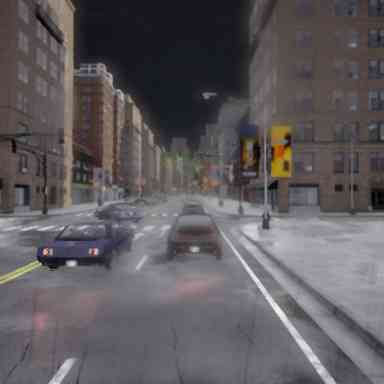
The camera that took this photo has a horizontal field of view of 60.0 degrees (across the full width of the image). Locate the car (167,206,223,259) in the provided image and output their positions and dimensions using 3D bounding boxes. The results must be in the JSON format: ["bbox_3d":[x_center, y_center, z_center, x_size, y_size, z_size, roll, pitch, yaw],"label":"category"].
[{"bbox_3d":[0.101,1.511,12.641,1.837,1.490,4.892,0,0,0],"label":"car"}]

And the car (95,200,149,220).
[{"bbox_3d":[-5.510,1.557,24.539,2.033,1.411,5.357,0,0,-34],"label":"car"}]

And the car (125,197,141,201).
[{"bbox_3d":[-9.717,1.514,53.920,2.128,1.511,4.902,0,0,1],"label":"car"}]

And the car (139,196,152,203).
[{"bbox_3d":[-9.627,1.595,69.340,1.994,1.385,4.181,0,0,0],"label":"car"}]

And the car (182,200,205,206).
[{"bbox_3d":[0.134,1.544,30.350,1.837,1.490,4.892,0,0,0],"label":"car"}]

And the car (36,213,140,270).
[{"bbox_3d":[-3.161,1.607,11.009,1.895,1.301,4.718,0,0,0],"label":"car"}]

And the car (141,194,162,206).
[{"bbox_3d":[-6.471,1.528,53.727,1.837,1.490,4.892,0,0,0],"label":"car"}]

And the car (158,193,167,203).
[{"bbox_3d":[-6.378,1.267,69.220,2.150,2.045,5.566,0,0,0],"label":"car"}]
